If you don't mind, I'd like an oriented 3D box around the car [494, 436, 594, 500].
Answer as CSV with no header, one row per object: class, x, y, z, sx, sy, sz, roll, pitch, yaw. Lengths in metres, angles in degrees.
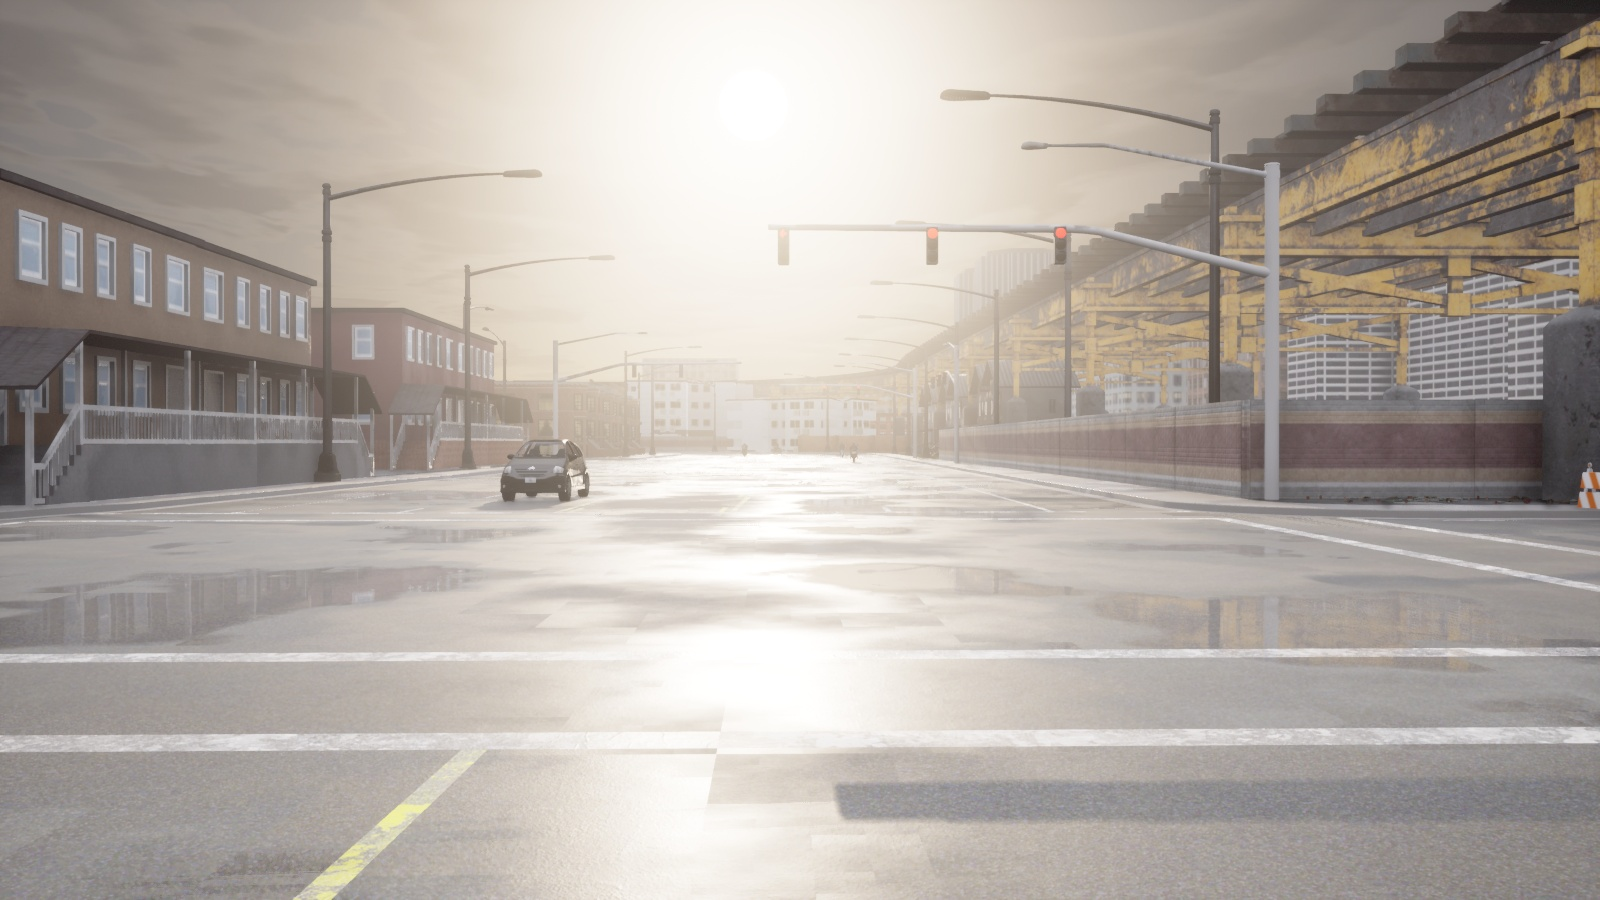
car,-6.792,0.449,33.720,1.851,1.617,3.988,0,0,0
